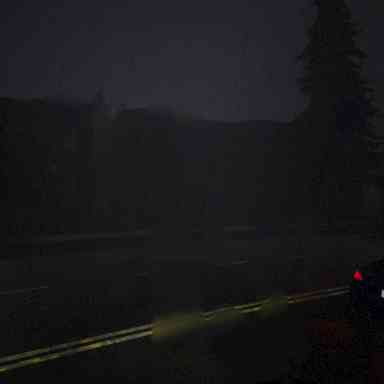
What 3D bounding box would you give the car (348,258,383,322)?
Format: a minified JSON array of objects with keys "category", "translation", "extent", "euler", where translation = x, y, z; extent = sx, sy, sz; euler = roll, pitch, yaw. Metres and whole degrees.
[{"category":"car","translation":[4.874,1.564,5.935],"extent":[4.181,1.385,1.994],"euler":[0,0,-25]}]
